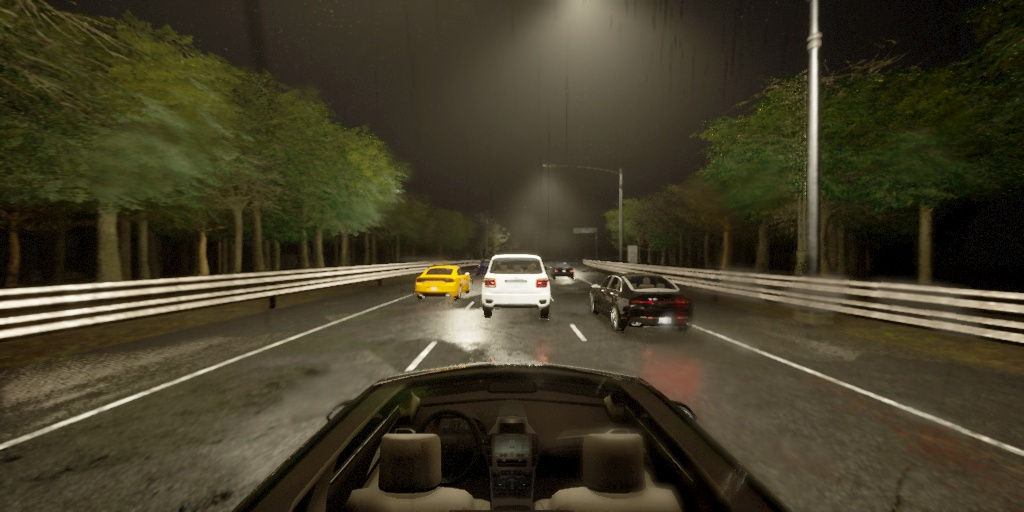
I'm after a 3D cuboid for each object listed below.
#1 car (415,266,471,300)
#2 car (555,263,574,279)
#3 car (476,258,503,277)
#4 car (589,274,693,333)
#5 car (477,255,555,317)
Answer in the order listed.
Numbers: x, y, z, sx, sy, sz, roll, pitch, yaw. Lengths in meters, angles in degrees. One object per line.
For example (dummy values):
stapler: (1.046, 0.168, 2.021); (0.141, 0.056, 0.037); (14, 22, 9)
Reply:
car: (-3.219, 1.215, 17.550); (1.882, 1.535, 5.008); (0, 0, 2)
car: (4.488, 1.303, 32.336); (2.033, 1.411, 5.357); (0, 0, 4)
car: (-2.206, 1.082, 36.526); (2.097, 1.767, 4.553); (0, 0, 4)
car: (3.637, 1.268, 10.859); (1.837, 1.490, 4.892); (0, 0, 1)
car: (0.165, 0.972, 13.276); (2.150, 2.045, 5.566); (0, 0, 1)
